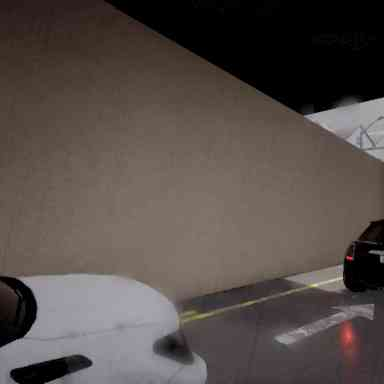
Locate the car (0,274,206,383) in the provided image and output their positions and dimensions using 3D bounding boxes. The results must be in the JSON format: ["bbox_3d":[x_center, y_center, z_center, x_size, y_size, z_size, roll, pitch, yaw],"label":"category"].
[{"bbox_3d":[-2.537,1.220,1.979,5.566,2.045,2.150,0,0,-35],"label":"car"}]

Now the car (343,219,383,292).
[{"bbox_3d":[5.556,1.352,7.726,4.553,1.767,2.097,0,0,-36],"label":"car"}]
